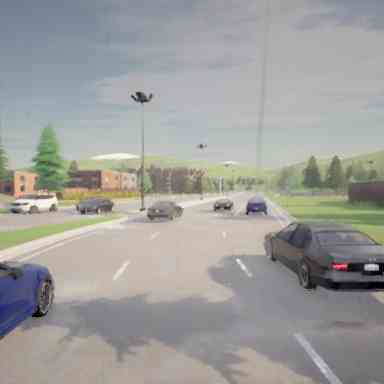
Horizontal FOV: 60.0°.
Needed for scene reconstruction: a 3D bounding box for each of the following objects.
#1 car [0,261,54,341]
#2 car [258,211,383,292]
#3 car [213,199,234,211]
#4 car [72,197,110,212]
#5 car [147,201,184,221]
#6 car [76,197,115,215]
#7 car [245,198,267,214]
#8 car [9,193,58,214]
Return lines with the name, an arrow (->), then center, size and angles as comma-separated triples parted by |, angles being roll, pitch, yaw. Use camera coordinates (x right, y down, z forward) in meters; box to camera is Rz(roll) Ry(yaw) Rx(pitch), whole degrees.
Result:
car -> -3.448, 1.520, 4.376 | 1.812, 1.442, 4.674 | 0, 0, -2
car -> 3.389, 1.486, 8.906 | 2.033, 1.411, 5.357 | 0, 0, -1
car -> 3.590, 1.399, 36.996 | 1.895, 1.301, 4.718 | 0, 0, 11
car -> -11.598, 1.357, 38.563 | 2.128, 1.511, 4.902 | 0, 0, 11
car -> -2.016, 1.427, 26.260 | 2.033, 1.411, 5.357 | 0, 0, 10
car -> -9.200, 1.388, 32.677 | 1.837, 1.490, 4.892 | 0, 0, 11
car -> 6.172, 1.289, 31.887 | 1.882, 1.535, 5.008 | 0, 0, 11
car -> -16.050, 1.134, 34.115 | 2.150, 2.045, 5.566 | 0, 0, 11
